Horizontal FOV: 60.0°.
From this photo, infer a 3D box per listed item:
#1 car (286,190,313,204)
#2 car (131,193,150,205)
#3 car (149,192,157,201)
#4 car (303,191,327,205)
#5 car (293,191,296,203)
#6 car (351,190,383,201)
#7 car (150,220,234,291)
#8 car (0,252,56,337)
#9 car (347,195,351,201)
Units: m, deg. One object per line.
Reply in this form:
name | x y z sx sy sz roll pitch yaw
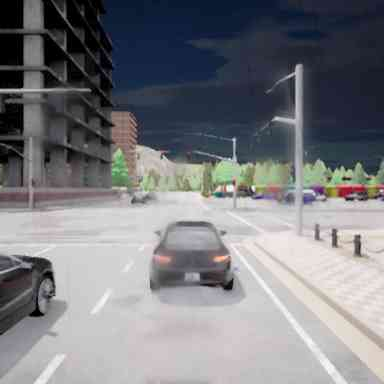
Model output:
car | 20.741 0.739 62.307 4.605 1.855 1.932 0 0 0
car | -7.972 1.149 50.156 1.812 1.442 4.674 0 1 0
car | -8.103 0.858 65.913 2.097 1.767 4.553 0 0 0
car | 20.818 1.023 56.731 3.806 1.475 1.970 0 0 0
car | 20.805 0.970 59.625 3.905 1.438 1.784 0 0 0
car | 35.775 0.696 67.931 4.605 1.855 1.932 0 0 0
car | -0.027 1.459 8.717 1.812 1.442 4.674 0 0 -1
car | -3.486 1.457 4.440 2.128 1.511 4.902 0 0 0
car | 35.825 0.885 70.829 3.905 1.438 1.784 0 0 0
